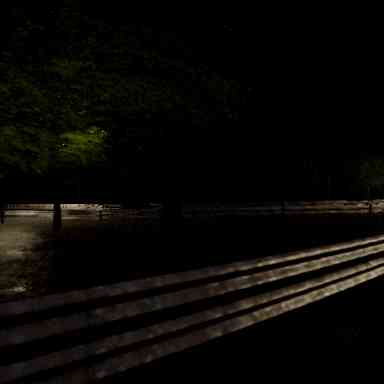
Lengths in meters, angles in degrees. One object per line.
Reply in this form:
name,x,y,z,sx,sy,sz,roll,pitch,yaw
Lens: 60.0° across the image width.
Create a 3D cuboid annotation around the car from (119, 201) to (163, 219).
car,-6.383,2.163,42.000,5.566,2.045,2.150,-1,0,-4
